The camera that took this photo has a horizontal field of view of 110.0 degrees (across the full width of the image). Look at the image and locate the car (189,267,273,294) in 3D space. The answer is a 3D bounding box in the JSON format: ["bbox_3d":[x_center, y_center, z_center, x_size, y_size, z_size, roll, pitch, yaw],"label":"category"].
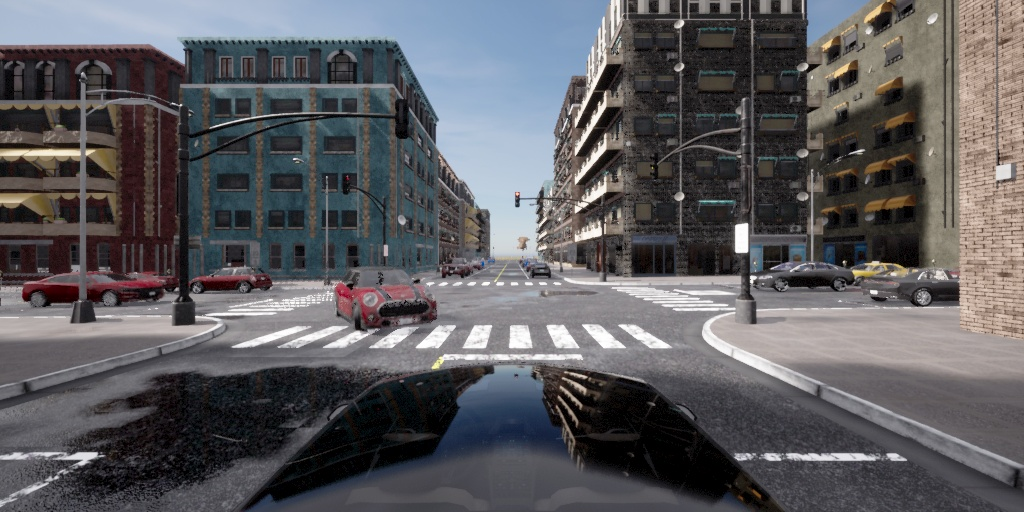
[{"bbox_3d":[-16.861,1.388,21.515,4.097,1.591,1.967,0,0,1],"label":"car"}]

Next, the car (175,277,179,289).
[{"bbox_3d":[-22.410,1.599,21.567,4.207,1.307,1.802,0,0,1],"label":"car"}]

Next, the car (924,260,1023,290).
[{"bbox_3d":[24.797,0.953,18.622,4.674,1.442,1.812,-1,0,0],"label":"car"}]

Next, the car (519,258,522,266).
[{"bbox_3d":[2.705,1.171,61.381,1.967,1.591,4.097,0,0,0],"label":"car"}]

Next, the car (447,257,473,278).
[{"bbox_3d":[-5.242,1.060,33.639,2.192,1.841,5.009,0,0,0],"label":"car"}]

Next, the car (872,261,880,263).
[{"bbox_3d":[21.177,1.000,21.123,4.829,1.417,1.751,0,0,1],"label":"car"}]

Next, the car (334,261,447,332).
[{"bbox_3d":[-4.035,1.117,11.083,2.097,1.767,4.553,-1,0,-36],"label":"car"}]

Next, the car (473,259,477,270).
[{"bbox_3d":[-5.229,1.289,39.191,1.888,1.381,4.507,0,0,0],"label":"car"}]

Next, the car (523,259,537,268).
[{"bbox_3d":[2.665,1.323,44.725,1.802,1.307,4.207,0,0,0],"label":"car"}]

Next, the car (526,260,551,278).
[{"bbox_3d":[2.638,1.311,33.621,1.948,1.339,4.313,0,0,0],"label":"car"}]

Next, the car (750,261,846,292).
[{"bbox_3d":[14.929,1.041,18.723,4.902,1.511,2.128,-1,0,1],"label":"car"}]

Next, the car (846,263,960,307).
[{"bbox_3d":[15.627,1.082,13.298,4.403,1.370,2.007,0,0,1],"label":"car"}]

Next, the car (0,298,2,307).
[{"bbox_3d":[-22.467,1.443,13.682,4.097,1.591,1.967,0,0,1],"label":"car"}]

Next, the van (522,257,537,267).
[{"bbox_3d":[2.678,1.078,50.277,1.690,1.789,3.998,0,0,0],"label":"van"}]

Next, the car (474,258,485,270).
[{"bbox_3d":[-5.202,1.283,50.295,1.888,1.381,4.507,0,0,0],"label":"car"}]

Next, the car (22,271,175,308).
[{"bbox_3d":[-18.648,1.438,16.110,5.008,1.535,1.882,-1,0,1],"label":"car"}]
